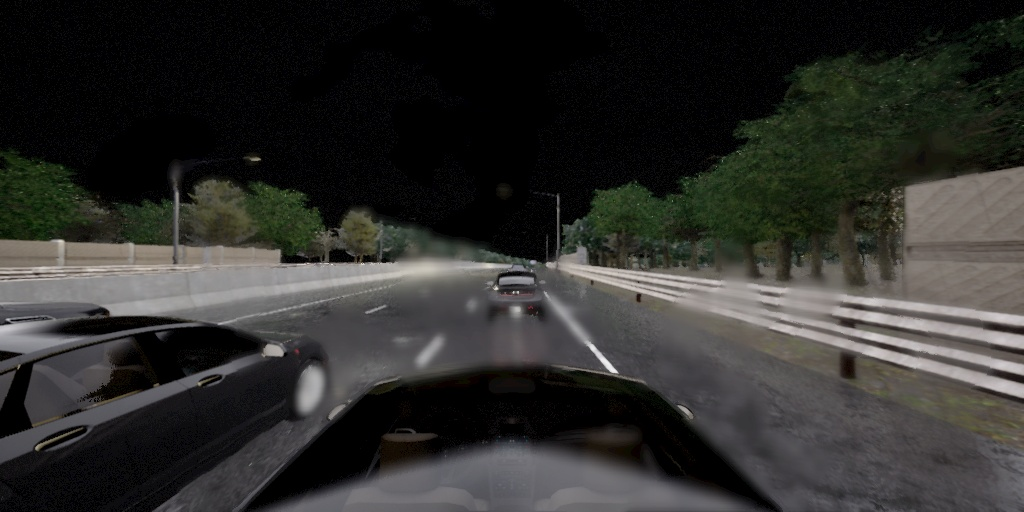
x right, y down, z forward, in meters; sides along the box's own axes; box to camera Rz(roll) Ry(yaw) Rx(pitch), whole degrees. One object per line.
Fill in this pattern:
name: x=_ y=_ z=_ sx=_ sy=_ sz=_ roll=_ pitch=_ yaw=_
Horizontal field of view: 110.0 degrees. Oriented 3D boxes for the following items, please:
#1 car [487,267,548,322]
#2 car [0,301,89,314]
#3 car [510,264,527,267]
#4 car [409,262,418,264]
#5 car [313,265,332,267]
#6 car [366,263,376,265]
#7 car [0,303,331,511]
car: x=0.172 y=1.292 z=12.481 sx=1.837 sy=1.490 sz=4.892 roll=0 pitch=0 yaw=1
car: x=-6.890 y=0.972 z=2.997 sx=2.150 sy=2.045 sz=5.566 roll=0 pitch=0 yaw=0
car: x=0.675 y=1.537 z=36.928 sx=1.994 sy=1.385 sz=4.181 roll=0 pitch=-1 yaw=2
car: x=-16.145 y=1.765 z=58.327 sx=2.128 sy=1.511 sz=4.902 roll=0 pitch=-1 yaw=3
car: x=-20.493 y=1.599 z=38.189 sx=1.895 sy=1.301 sz=4.718 roll=0 pitch=-1 yaw=2
car: x=-23.163 y=1.857 z=57.874 sx=1.895 sy=1.301 sz=4.718 roll=1 pitch=0 yaw=3
car: x=-3.386 y=1.257 z=2.951 sx=1.837 sy=1.490 sz=4.892 roll=0 pitch=0 yaw=0
